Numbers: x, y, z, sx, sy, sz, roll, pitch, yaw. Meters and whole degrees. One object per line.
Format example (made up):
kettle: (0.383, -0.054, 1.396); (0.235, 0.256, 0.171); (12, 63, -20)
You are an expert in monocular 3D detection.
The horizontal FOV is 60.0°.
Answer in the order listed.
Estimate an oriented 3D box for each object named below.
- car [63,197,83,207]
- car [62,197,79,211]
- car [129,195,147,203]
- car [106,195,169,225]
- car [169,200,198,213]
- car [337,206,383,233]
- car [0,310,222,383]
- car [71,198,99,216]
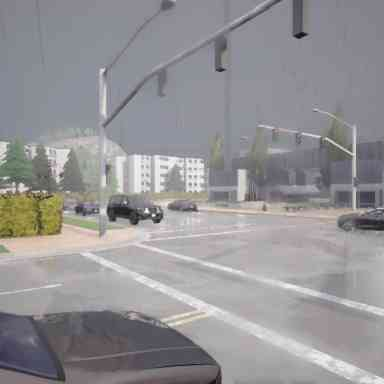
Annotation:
car: (-18.165, 1.491, 51.057); (2.128, 1.511, 4.902); (0, 0, -11)
car: (-14.967, 1.526, 41.109); (1.812, 1.442, 4.674); (0, 0, -23)
car: (-11.235, 1.477, 68.959); (1.882, 1.535, 5.008); (0, 0, 14)
car: (-4.344, 1.221, 24.566); (2.150, 2.045, 5.566); (0, 0, -39)
car: (-1.174, 1.564, 38.087); (1.994, 1.385, 4.181); (0, 0, -35)
car: (10.200, 1.491, 17.522); (2.128, 1.511, 4.902); (0, 0, -36)
car: (-2.271, 1.547, 2.146); (5.357, 1.411, 2.033); (0, 0, -35)
car: (-9.957, 1.564, 32.280); (1.994, 1.385, 4.181); (0, 0, -34)
